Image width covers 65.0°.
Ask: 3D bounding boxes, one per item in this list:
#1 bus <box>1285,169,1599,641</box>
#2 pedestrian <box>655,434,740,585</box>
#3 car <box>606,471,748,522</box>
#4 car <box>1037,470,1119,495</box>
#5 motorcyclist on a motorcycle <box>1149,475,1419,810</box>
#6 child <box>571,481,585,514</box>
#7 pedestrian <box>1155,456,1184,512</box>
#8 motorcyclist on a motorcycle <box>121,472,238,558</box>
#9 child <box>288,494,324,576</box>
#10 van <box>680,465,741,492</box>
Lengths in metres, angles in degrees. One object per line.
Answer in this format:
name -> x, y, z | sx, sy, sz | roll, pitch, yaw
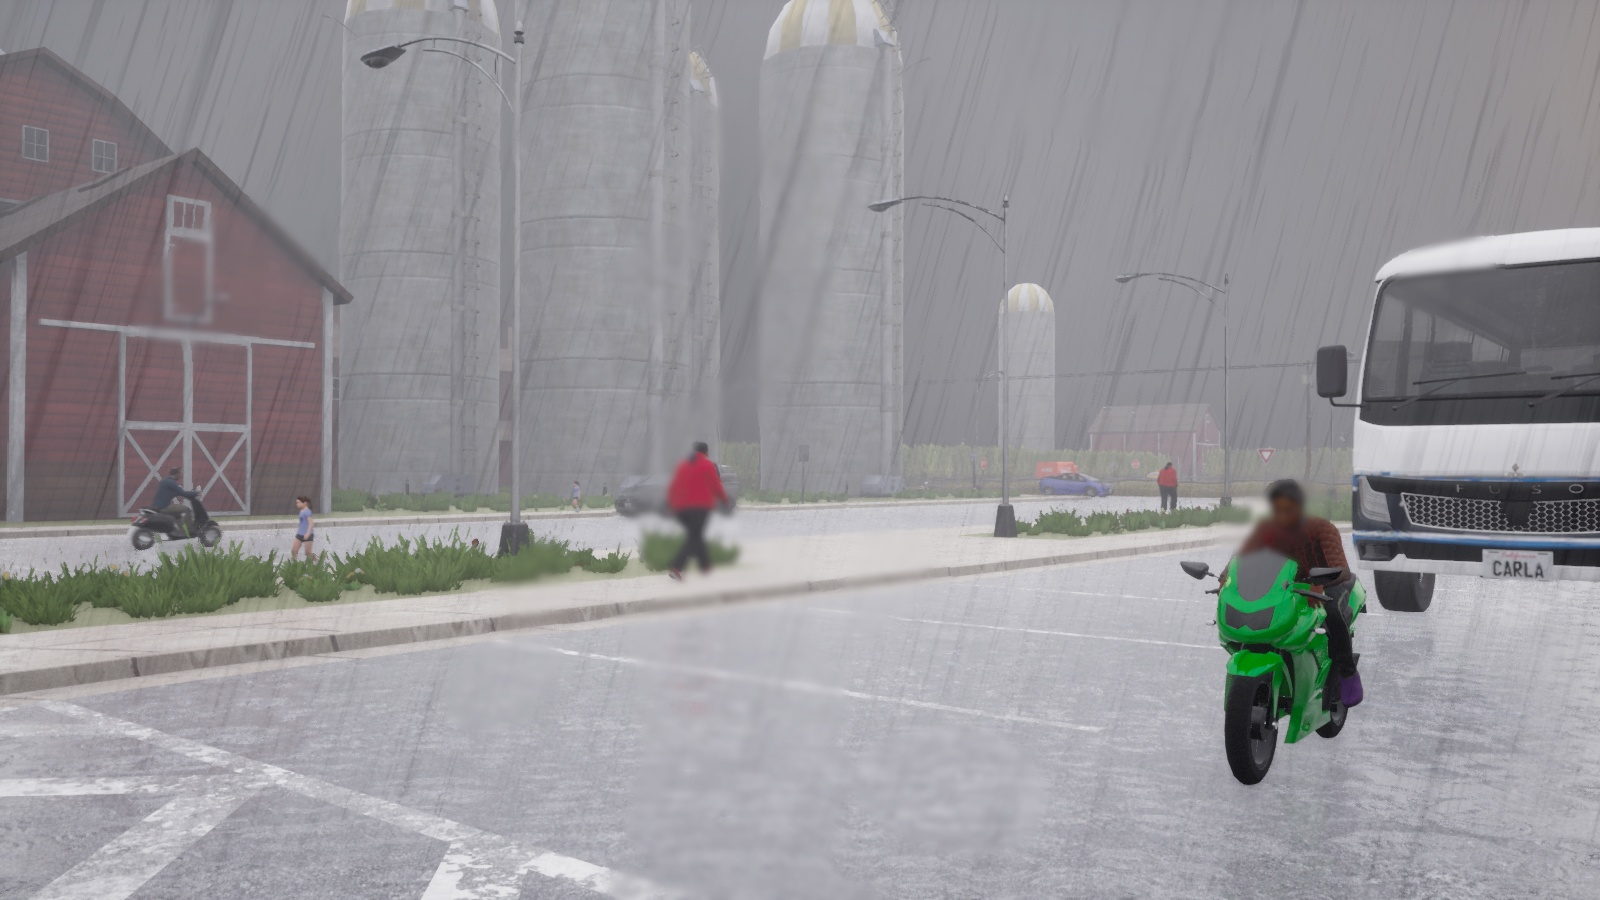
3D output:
bus -> 9.736, -0.336, 15.831 | 3.944, 4.253, 10.273 | -1, -1, 38
pedestrian -> -1.296, 0.735, 15.928 | 0.634, 1.844, 0.899 | -1, -1, 36
car -> -3.891, 1.454, 40.441 | 2.007, 1.525, 4.514 | -1, -1, 38
car -> 17.045, 1.985, 77.130 | 4.514, 1.525, 2.007 | -1, -1, 39
motorcyclist on a motorcycle -> 2.679, 0.900, 6.796 | 0.797, 1.523, 2.044 | -1, -1, 38
child -> -7.436, 1.585, 42.093 | 0.394, 1.110, 0.255 | 0, -1, -34
pedestrian -> 12.388, 1.125, 42.048 | 0.634, 1.844, 0.899 | -1, -1, 37
motorcyclist on a motorcycle -> -12.006, 1.224, 24.339 | 0.866, 1.590, 1.817 | -1, -1, 38
child -> -6.870, 1.170, 17.462 | 0.255, 1.110, 0.394 | -1, -1, 40
van -> -6.885, 2.179, 96.351 | 4.480, 2.038, 2.069 | -1, -1, 39
